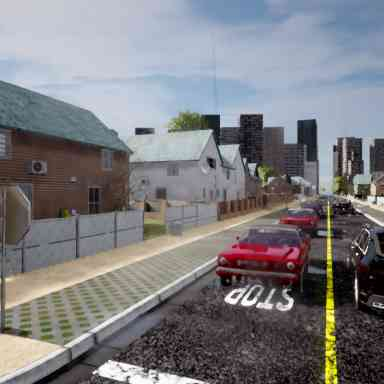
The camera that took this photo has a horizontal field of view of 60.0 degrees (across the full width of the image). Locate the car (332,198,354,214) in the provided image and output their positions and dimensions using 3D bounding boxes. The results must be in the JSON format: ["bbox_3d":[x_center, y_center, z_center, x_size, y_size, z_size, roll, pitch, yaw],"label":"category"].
[{"bbox_3d":[15.905,1.504,34.987,2.128,1.511,4.902,0,0,23],"label":"car"}]

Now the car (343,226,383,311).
[{"bbox_3d":[4.534,1.507,7.352,1.837,1.490,4.892,0,0,22],"label":"car"}]

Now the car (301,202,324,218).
[{"bbox_3d":[10.899,1.577,30.329,1.994,1.385,4.181,0,0,23],"label":"car"}]

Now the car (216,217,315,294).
[{"bbox_3d":[2.171,1.607,9.097,1.895,1.301,4.718,0,0,22],"label":"car"}]

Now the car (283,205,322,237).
[{"bbox_3d":[6.058,1.609,18.582,1.895,1.301,4.718,0,0,22],"label":"car"}]

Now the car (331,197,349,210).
[{"bbox_3d":[19.797,1.508,44.597,2.128,1.511,4.902,0,0,22],"label":"car"}]
